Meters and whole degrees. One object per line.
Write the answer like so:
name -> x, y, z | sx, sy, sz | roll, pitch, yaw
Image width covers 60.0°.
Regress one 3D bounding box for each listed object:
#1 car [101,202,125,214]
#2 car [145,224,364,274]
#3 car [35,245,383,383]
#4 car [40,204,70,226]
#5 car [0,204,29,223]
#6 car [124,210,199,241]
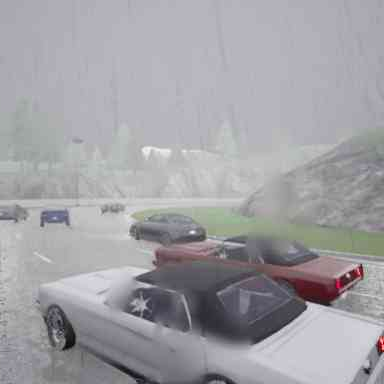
car -> -9.267, 1.870, 39.548 | 1.895, 1.301, 4.718 | 0, 0, 0
car -> 1.238, 1.670, 7.800 | 4.718, 1.301, 1.895 | 0, -1, 41
car -> -0.181, 1.638, 4.474 | 4.718, 1.301, 1.895 | 0, -1, 40
car -> -10.149, 1.628, 24.724 | 1.882, 1.535, 5.008 | 0, 0, -22
car -> -14.602, 1.694, 26.805 | 2.033, 1.411, 5.357 | 0, 0, -15
car -> -1.224, 1.683, 15.647 | 1.994, 1.385, 4.181 | 1, -1, -39
